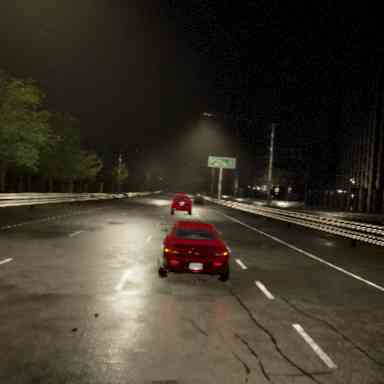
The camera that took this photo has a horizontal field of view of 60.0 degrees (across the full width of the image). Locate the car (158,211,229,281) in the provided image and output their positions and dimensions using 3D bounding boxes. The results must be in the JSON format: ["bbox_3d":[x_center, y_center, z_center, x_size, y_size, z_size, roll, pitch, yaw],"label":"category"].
[{"bbox_3d":[0.008,1.593,10.144,1.812,1.442,4.674,4,0,-2],"label":"car"}]

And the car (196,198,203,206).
[{"bbox_3d":[1.183,1.926,65.009,1.882,1.535,5.008,4,0,-2],"label":"car"}]

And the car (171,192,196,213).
[{"bbox_3d":[-1.142,1.369,36.167,2.150,2.045,5.566,4,0,-3],"label":"car"}]

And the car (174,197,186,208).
[{"bbox_3d":[-1.962,1.692,54.109,1.837,1.490,4.892,4,0,-2],"label":"car"}]

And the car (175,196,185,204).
[{"bbox_3d":[-2.699,1.756,72.120,1.994,1.385,4.181,4,0,-2],"label":"car"}]
